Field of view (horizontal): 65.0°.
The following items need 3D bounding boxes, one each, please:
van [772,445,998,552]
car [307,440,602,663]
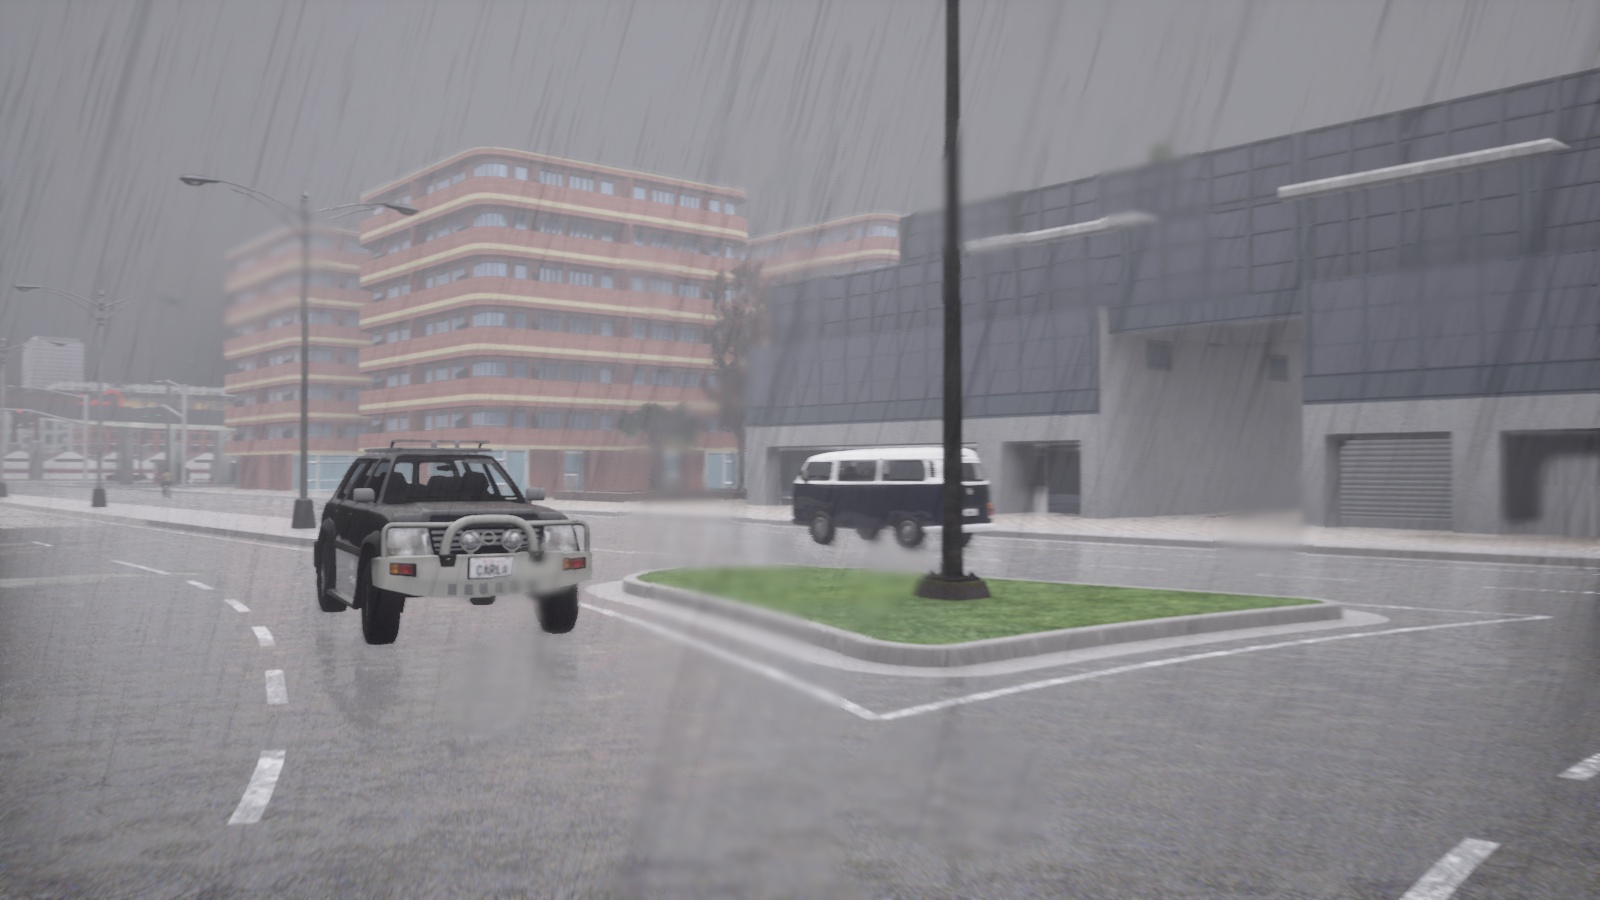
[{"bbox_3d":[1.702,0.970,26.340,2.069,2.038,4.480,0,-1,-44],"label":"van"},{"bbox_3d":[-3.744,0.868,12.942,1.932,1.855,4.605,0,-1,-28],"label":"car"}]
